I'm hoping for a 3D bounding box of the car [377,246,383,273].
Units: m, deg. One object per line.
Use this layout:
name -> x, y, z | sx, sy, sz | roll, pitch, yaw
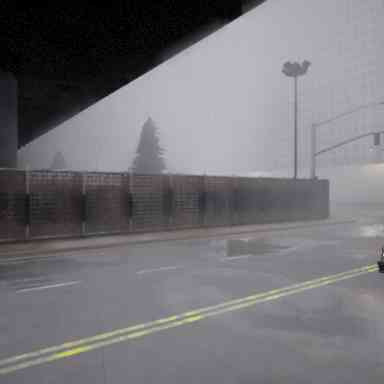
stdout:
car -> 7.043, 1.548, 8.869 | 5.357, 1.411, 2.033 | 0, 0, -35
